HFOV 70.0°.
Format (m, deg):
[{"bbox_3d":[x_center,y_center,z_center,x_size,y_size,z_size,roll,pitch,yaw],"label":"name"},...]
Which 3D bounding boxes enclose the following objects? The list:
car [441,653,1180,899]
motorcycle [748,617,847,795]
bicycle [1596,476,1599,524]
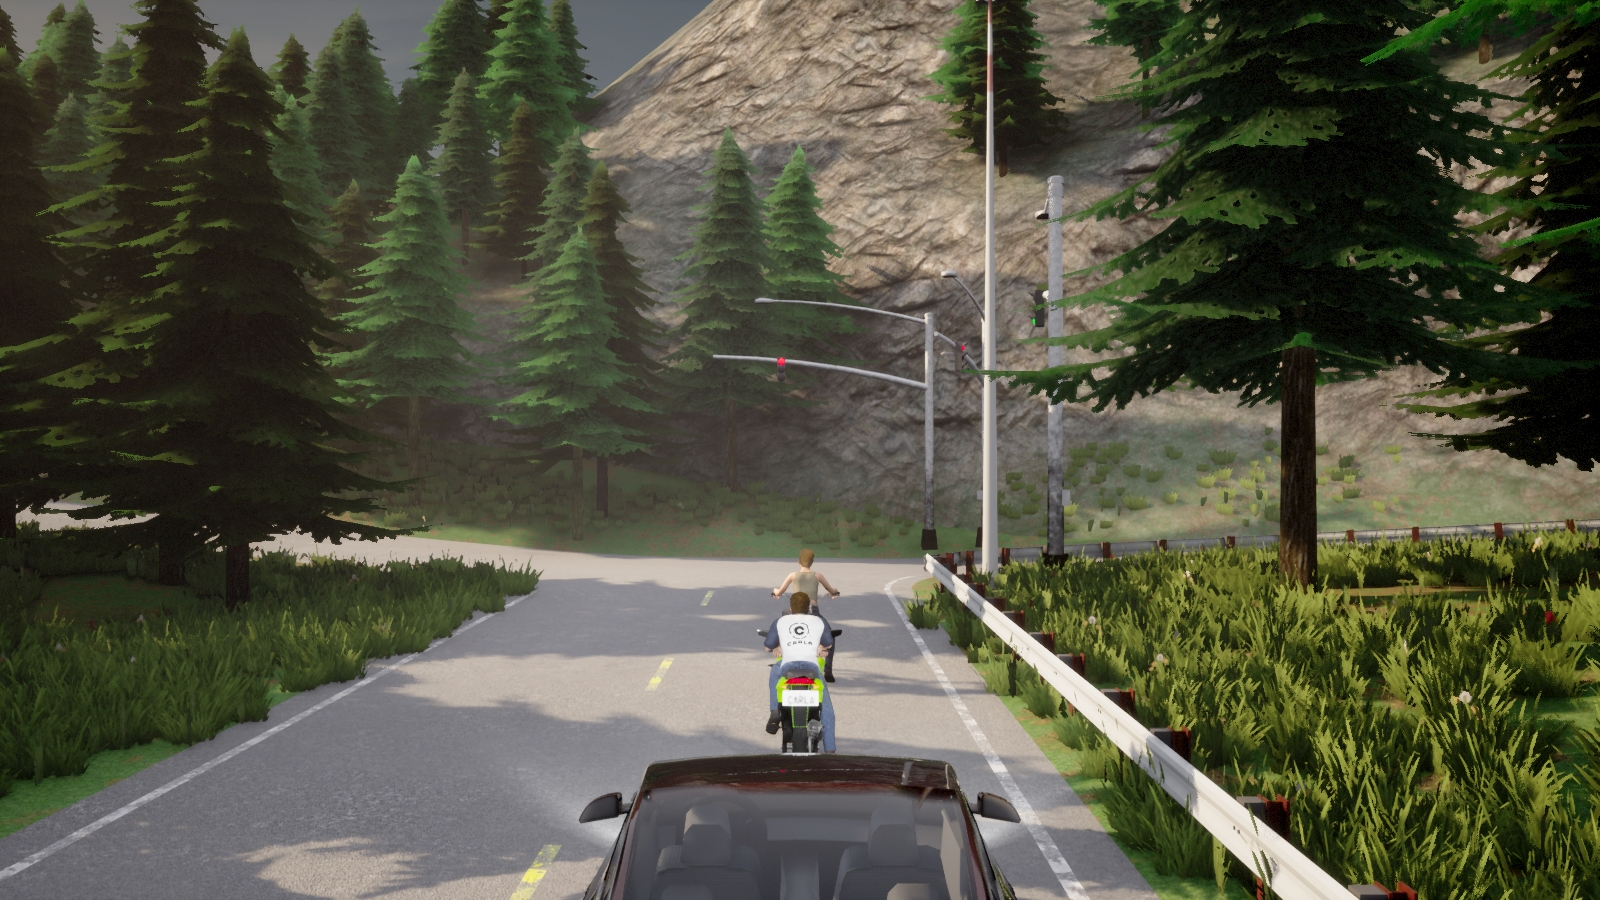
[{"bbox_3d":[0.029,2.063,5.012,2.163,1.488,4.792,0,0,0],"label":"car"},{"bbox_3d":[-0.020,2.213,10.238,0.803,1.145,2.033,0,0,0],"label":"motorcycle"},{"bbox_3d":[21.727,1.355,29.474,1.835,1.471,0.329,-5,-2,26],"label":"bicycle"}]
